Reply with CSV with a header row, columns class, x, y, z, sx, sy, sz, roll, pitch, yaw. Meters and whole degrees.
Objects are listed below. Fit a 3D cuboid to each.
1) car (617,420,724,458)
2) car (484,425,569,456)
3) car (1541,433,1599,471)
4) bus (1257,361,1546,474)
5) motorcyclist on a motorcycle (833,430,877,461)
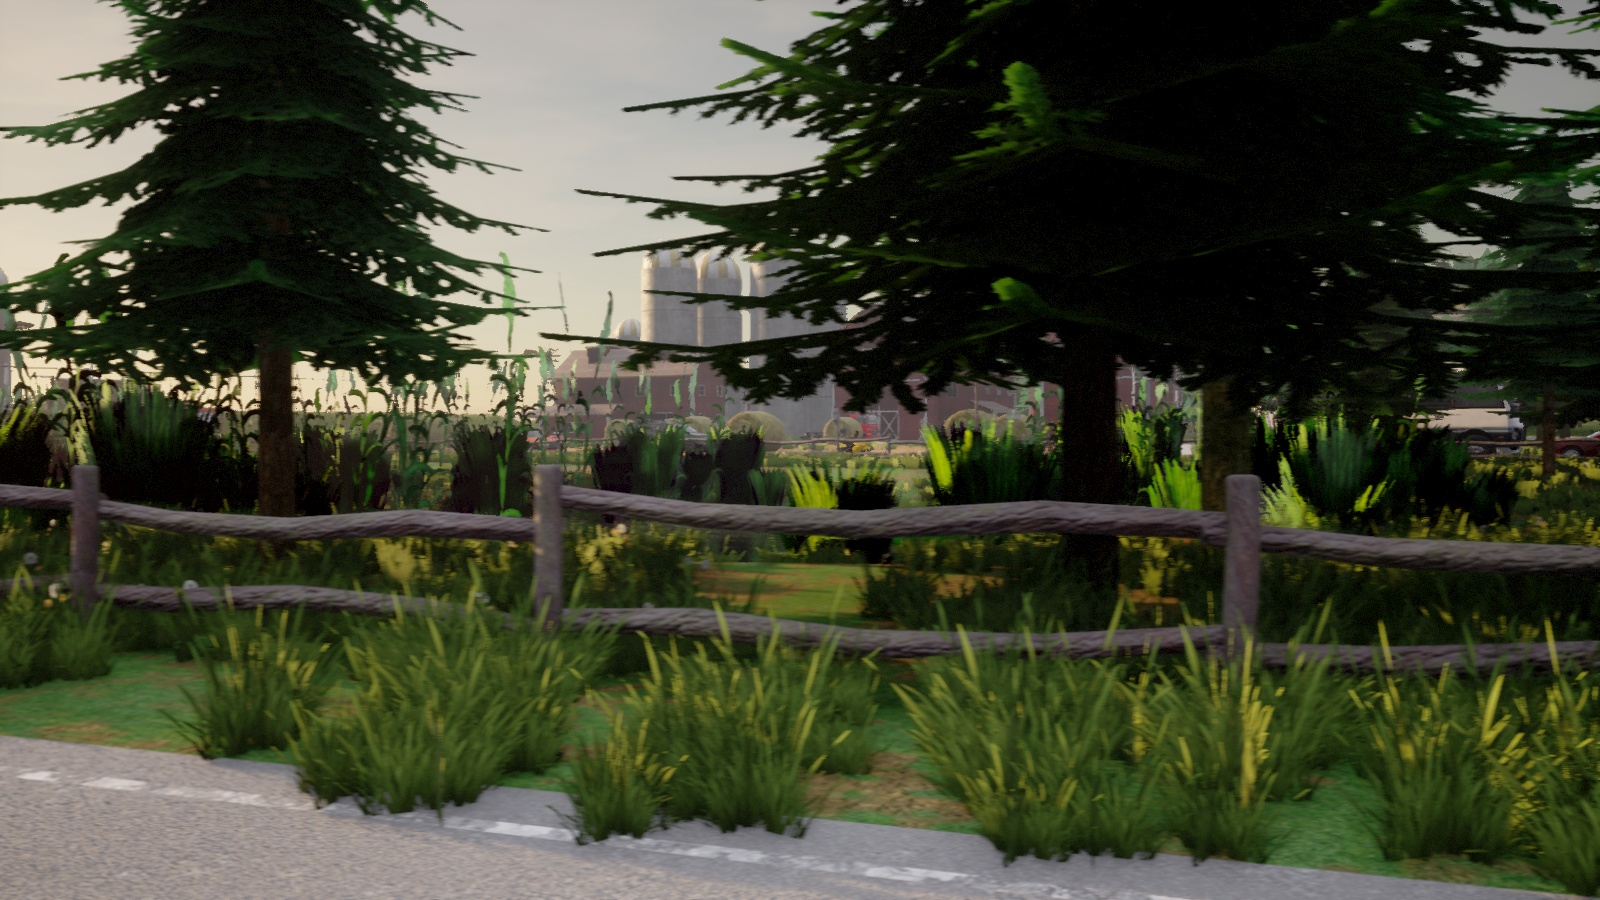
class,x,y,z,sx,sy,sz,roll,pitch,yaw
car,-7.102,-0.617,68.830,5.566,2.045,2.150,1,1,28
car,-16.037,-0.588,73.611,4.553,1.767,2.097,1,1,28
car,33.225,0.075,51.241,5.008,1.535,1.882,1,1,28
bus,24.646,-1.320,51.741,10.273,4.253,3.944,1,1,33
motorcyclist on a motorcycle,2.773,-0.232,63.548,2.044,1.523,0.797,1,1,28
